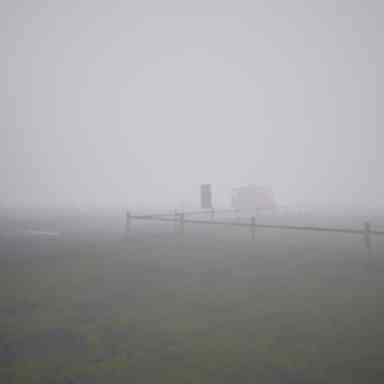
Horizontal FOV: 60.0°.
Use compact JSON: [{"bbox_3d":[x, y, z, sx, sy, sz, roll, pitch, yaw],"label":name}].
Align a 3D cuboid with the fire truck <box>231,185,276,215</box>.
[{"bbox_3d":[8.533,1.053,45.570,2.891,3.827,8.468,-2,-2,36],"label":"fire truck"}]
